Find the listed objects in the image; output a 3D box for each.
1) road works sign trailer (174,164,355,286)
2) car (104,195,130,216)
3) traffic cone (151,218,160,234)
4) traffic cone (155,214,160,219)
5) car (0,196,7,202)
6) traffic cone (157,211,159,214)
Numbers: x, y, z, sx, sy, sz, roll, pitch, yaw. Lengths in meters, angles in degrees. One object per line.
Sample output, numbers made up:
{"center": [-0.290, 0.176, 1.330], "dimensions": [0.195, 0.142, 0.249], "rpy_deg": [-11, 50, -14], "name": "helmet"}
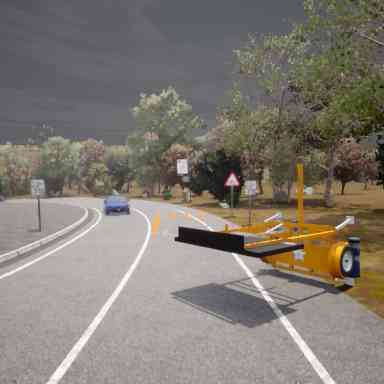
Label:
{"center": [1.686, 0.774, 7.455], "dimensions": [3.560, 2.880, 2.380], "rpy_deg": [-1, 1, -39], "name": "road works sign trailer"}
{"center": [-6.277, 1.027, 27.593], "dimensions": [1.882, 1.535, 5.008], "rpy_deg": [-2, 2, -17], "name": "car"}
{"center": [-1.865, 1.751, 16.539], "dimensions": [0.340, 0.580, 0.340], "rpy_deg": [-1, 2, -4], "name": "traffic cone"}
{"center": [-2.013, 1.694, 18.533], "dimensions": [0.340, 0.580, 0.340], "rpy_deg": [-1, 2, -4], "name": "traffic cone"}
{"center": [-38.768, 1.313, 65.767], "dimensions": [4.553, 1.767, 2.097], "rpy_deg": [-3, 5, 28], "name": "car"}
{"center": [-2.163, 1.636, 20.525], "dimensions": [0.340, 0.580, 0.340], "rpy_deg": [-1, 2, -4], "name": "traffic cone"}
